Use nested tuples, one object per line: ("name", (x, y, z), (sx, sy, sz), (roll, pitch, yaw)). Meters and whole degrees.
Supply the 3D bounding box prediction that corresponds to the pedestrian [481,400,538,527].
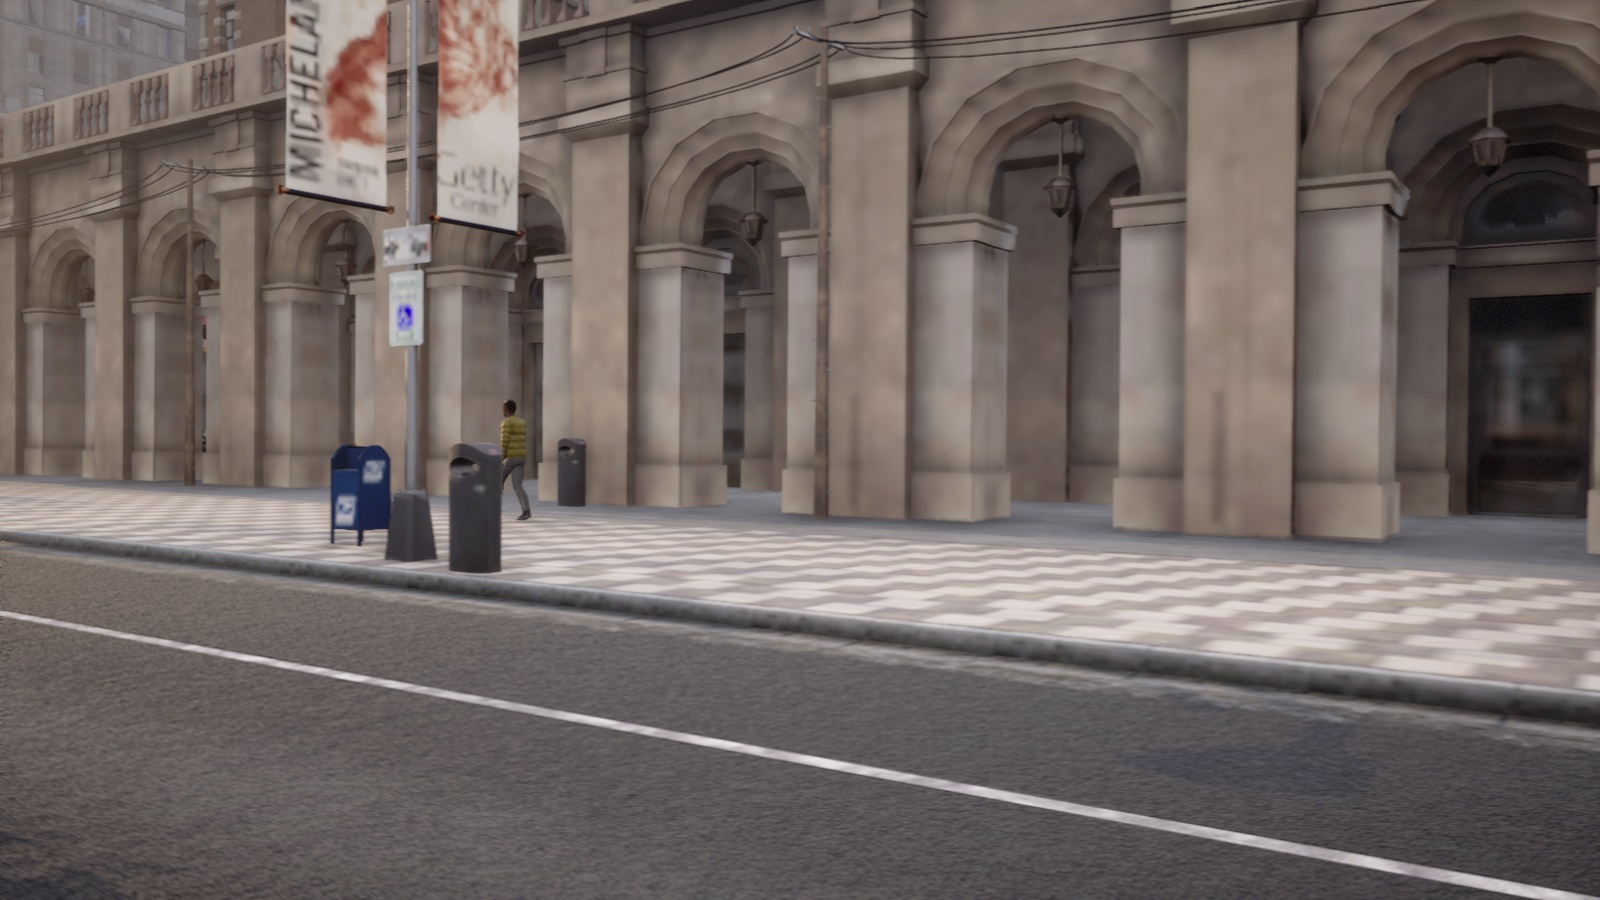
("pedestrian", (-4.315, 0.195, 18.654), (0.709, 1.840, 0.431), (0, 1, 34))
